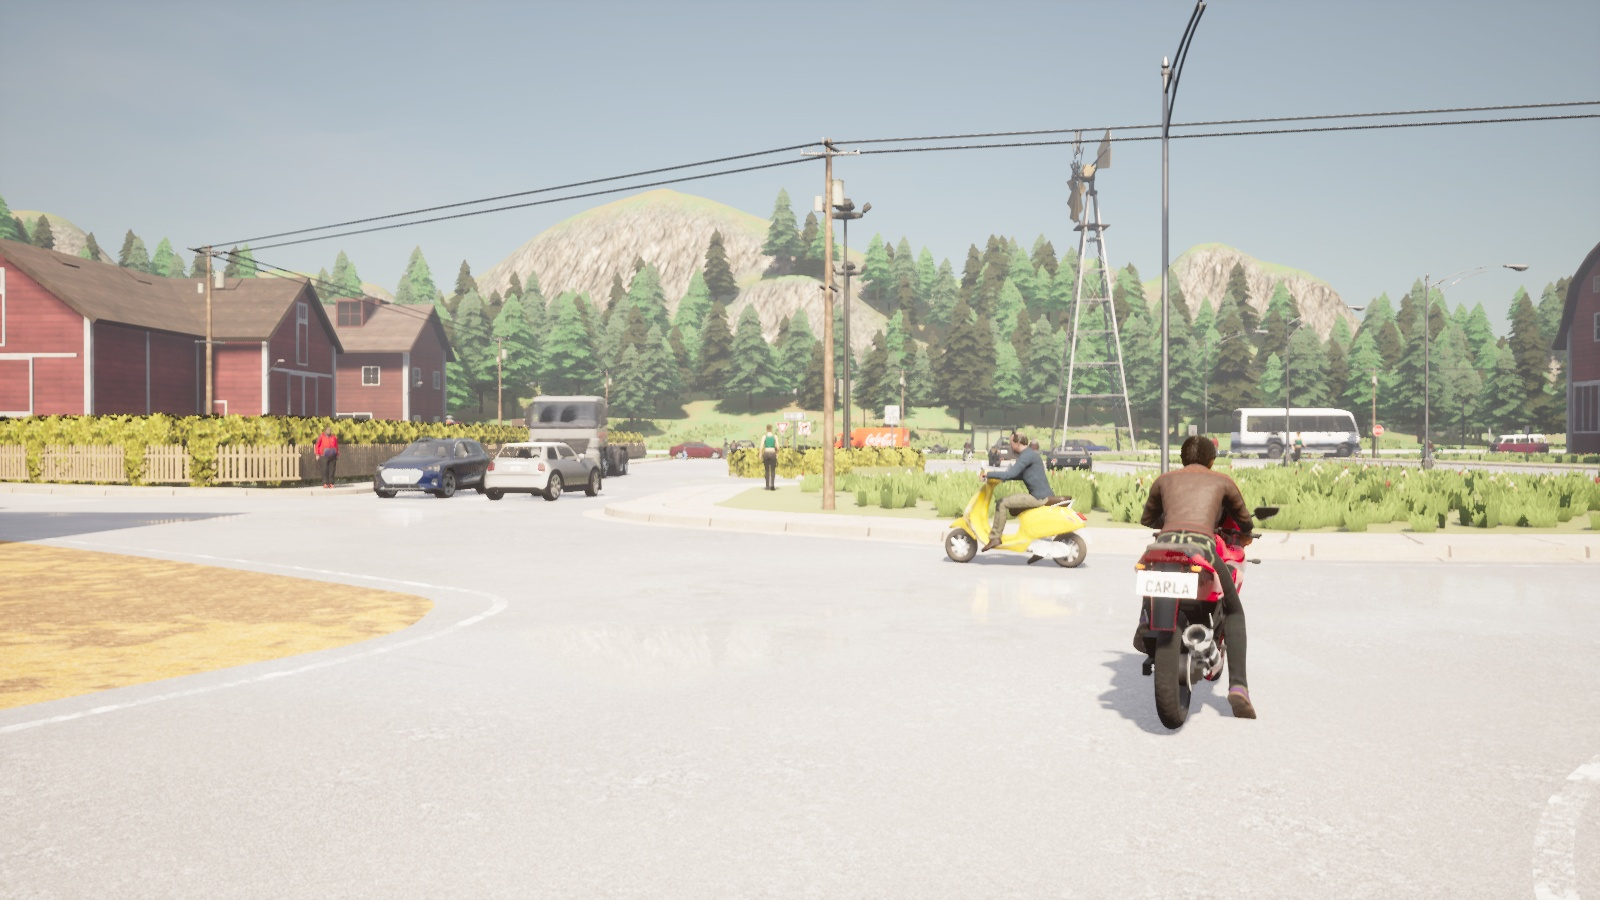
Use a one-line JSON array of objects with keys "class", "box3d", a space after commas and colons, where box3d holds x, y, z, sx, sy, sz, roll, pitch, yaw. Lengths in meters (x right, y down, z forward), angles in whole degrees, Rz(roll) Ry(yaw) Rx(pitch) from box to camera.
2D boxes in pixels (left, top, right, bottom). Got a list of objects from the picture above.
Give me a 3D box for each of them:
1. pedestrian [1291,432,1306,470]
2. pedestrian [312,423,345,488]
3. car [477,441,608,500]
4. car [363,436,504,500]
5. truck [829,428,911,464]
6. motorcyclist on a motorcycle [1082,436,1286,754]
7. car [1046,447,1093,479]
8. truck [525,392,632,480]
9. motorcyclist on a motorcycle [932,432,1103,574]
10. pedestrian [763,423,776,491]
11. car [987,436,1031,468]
[{"class": "pedestrian", "box3d": [24.254, 0.033, 61.070, 0.345, 1.836, 0.594, 0, 0, -19]}, {"class": "pedestrian", "box3d": [-13.664, 0.162, 36.361, 0.634, 1.844, 0.899, 0, 0, -40]}, {"class": "car", "box3d": [-6.721, 0.497, 33.232, 1.970, 1.475, 3.806, 0, 0, 13]}, {"class": "car", "box3d": [-10.056, 0.448, 34.894, 2.033, 1.649, 4.856, 0, 0, 7]}, {"class": "truck", "box3d": [4.929, -0.291, 87.898, 5.204, 2.467, 2.627, 0, 0, 19]}, {"class": "motorcyclist on a motorcycle", "box3d": [2.227, 0.682, 7.089, 0.797, 1.523, 2.044, 0, 1, 26]}, {"class": "car", "box3d": [11.539, 0.515, 53.884, 1.895, 1.301, 4.718, 0, 0, 12]}, {"class": "truck", "box3d": [-9.234, -0.579, 53.354, 2.891, 3.462, 7.936, 0, 0, 2]}, {"class": "motorcyclist on a motorcycle", "box3d": [2.569, 0.588, 14.845, 1.817, 1.590, 0.866, 0, 1, 27]}, {"class": "pedestrian", "box3d": [-0.836, 0.183, 34.467, 0.345, 1.836, 0.594, 0, 0, -1]}, {"class": "car", "box3d": [12.264, 0.105, 73.910, 1.932, 1.855, 4.605, 0, 0, 2]}]
